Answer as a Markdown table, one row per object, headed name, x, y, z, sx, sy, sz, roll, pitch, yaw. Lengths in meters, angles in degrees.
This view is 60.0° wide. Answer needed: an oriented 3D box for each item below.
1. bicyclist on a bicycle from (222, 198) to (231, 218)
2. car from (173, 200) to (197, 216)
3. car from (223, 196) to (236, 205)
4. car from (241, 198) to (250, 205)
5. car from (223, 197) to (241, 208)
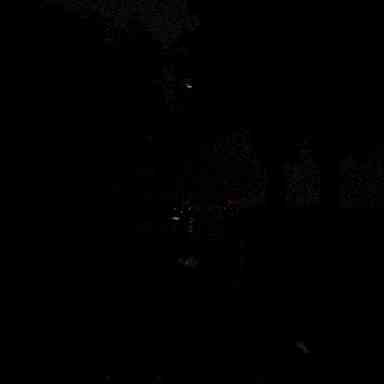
| name | x | y | z | sx | sy | sz | roll | pitch | yaw |
| --- | --- | --- | --- | --- | --- | --- | --- | --- | --- |
| bicyclist on a bicycle | 2.932 | 1.462 | 29.729 | 0.582 | 1.620 | 1.656 | 0 | -1 | 7 |
| car | -0.632 | 1.551 | 32.578 | 1.812 | 1.442 | 4.674 | 0 | 0 | 8 |
| car | 8.113 | 1.842 | 72.008 | 2.097 | 1.767 | 4.553 | 0 | -1 | 16 |
| car | 11.505 | 2.065 | 72.851 | 2.033 | 1.411 | 5.357 | 0 | -1 | 17 |
| car | 6.404 | 1.740 | 53.287 | 1.837 | 1.490 | 4.892 | 0 | 0 | 13 |
